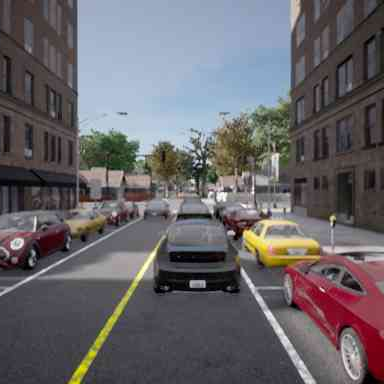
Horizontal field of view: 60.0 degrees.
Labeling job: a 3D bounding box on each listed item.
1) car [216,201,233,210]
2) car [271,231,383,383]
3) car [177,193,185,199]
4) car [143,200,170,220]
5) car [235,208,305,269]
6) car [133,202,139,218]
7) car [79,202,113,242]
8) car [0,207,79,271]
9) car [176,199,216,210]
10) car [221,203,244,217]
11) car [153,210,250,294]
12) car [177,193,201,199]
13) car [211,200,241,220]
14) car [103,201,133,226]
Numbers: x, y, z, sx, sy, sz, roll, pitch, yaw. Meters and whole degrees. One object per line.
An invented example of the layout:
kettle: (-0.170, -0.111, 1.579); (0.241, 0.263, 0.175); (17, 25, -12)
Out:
car: (2.673, 1.447, 21.555); (1.802, 1.307, 4.206); (0, 0, 0)
car: (2.644, 1.548, 5.001); (1.802, 1.307, 4.206); (0, 0, 0)
car: (-2.930, 0.980, 90.868); (1.882, 1.535, 5.008); (0, 0, 0)
car: (-2.749, 1.358, 26.820); (1.812, 1.442, 4.674); (0, 0, 1)
car: (2.654, 1.456, 10.689); (1.752, 1.417, 4.829); (0, 0, 0)
car: (-5.342, 1.413, 27.087); (1.802, 1.307, 4.206); (0, 0, 0)
car: (-5.362, 1.424, 15.878); (1.752, 1.417, 4.829); (0, 0, 0)
car: (-5.372, 1.372, 10.529); (1.967, 1.590, 4.097); (0, 0, 0)
car: (0.131, 1.361, 18.524); (1.882, 1.535, 5.008); (0, 0, 0)
car: (2.663, 1.443, 16.037); (1.887, 1.381, 4.507); (0, 0, 0)
car: (0.115, 1.449, 8.633); (1.837, 1.490, 4.892); (0, 1, 0)
car: (0.047, 1.180, 27.578); (2.097, 1.767, 4.553); (0, 0, 0)
car: (2.683, 1.397, 27.074); (1.947, 1.339, 4.313); (0, 0, 0)
car: (-5.352, 1.305, 21.567); (1.967, 1.590, 4.097); (0, 0, 0)
